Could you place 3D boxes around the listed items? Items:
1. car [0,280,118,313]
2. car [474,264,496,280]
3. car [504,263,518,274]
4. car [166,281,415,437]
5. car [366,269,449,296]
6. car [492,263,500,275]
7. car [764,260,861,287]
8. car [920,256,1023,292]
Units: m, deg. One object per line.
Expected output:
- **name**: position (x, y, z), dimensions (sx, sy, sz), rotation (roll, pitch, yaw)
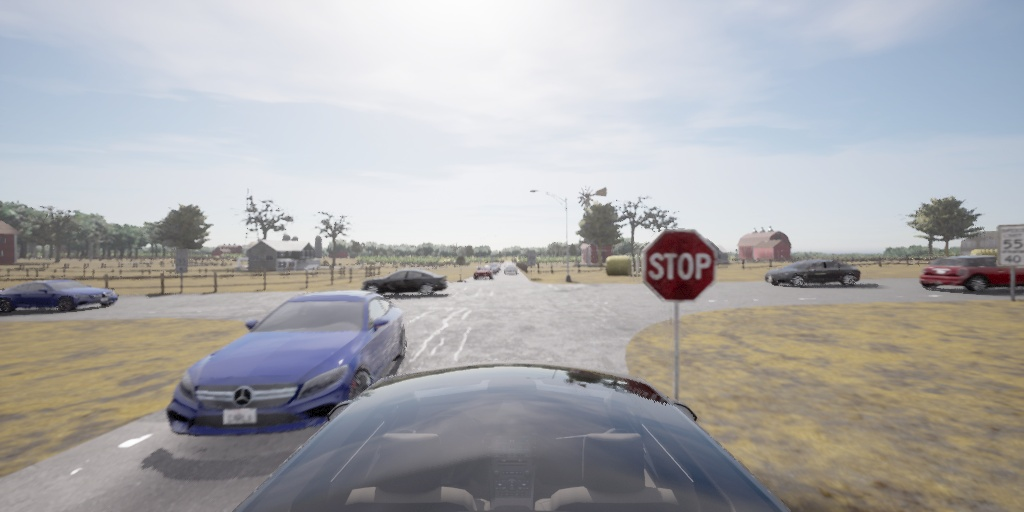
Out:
- **car**: position (-22.236, 1.914, 17.505), dimensions (4.674, 1.442, 1.812), rotation (-1, 0, 0)
- **car**: position (-2.982, 1.794, 38.020), dimensions (1.895, 1.301, 4.718), rotation (0, -1, -1)
- **car**: position (-0.179, 1.909, 52.694), dimensions (1.812, 1.442, 4.674), rotation (0, -1, 0)
- **car**: position (-2.912, 1.323, 5.789), dimensions (1.812, 1.442, 4.674), rotation (1, -1, -7)
- **car**: position (-6.294, 1.536, 21.251), dimensions (5.008, 1.535, 1.882), rotation (0, 0, 0)
- **car**: position (-3.089, 1.901, 49.182), dimensions (1.994, 1.385, 4.181), rotation (0, -1, 0)
- **car**: position (17.725, 1.010, 21.269), dimensions (4.892, 1.490, 1.837), rotation (-1, 0, 0)
- **car**: position (23.153, 0.763, 17.583), dimensions (4.553, 1.767, 2.097), rotation (-1, 0, 0)
